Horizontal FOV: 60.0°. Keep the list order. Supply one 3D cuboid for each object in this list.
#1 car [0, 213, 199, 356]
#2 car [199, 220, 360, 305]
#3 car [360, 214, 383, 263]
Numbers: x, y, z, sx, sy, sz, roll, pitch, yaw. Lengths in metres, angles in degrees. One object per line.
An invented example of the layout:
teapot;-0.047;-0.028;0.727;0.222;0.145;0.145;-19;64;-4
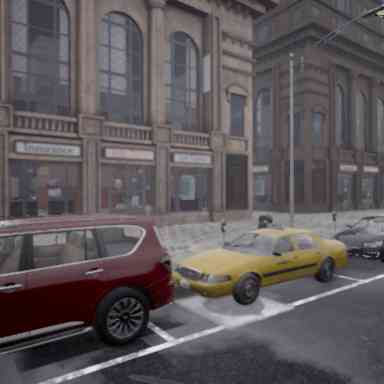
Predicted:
car;-2.601;1.310;4.789;5.009;1.841;2.192;-1;1;-35
car;1.825;1.475;7.943;4.829;1.417;1.752;-1;1;-35
car;6.525;1.452;11.292;4.403;1.369;2.008;-1;1;-35
